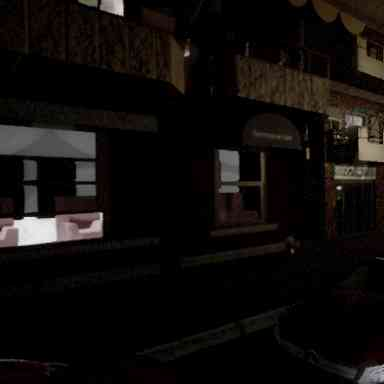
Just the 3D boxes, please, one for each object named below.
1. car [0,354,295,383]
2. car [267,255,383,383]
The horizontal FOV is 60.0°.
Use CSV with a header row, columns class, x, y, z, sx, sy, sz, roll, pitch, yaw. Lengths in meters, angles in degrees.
class,x,y,z,sx,sy,sz,roll,pitch,yaw
car,-1.715,1.585,1.230,4.206,1.307,1.802,0,-1,-35
car,2.856,1.562,4.469,4.206,1.307,1.802,0,-1,-35
